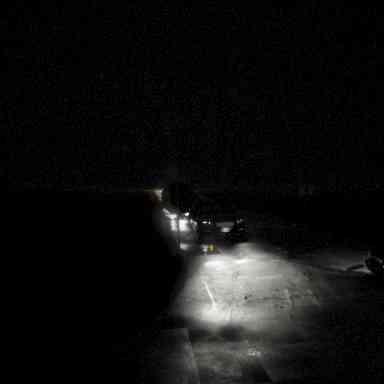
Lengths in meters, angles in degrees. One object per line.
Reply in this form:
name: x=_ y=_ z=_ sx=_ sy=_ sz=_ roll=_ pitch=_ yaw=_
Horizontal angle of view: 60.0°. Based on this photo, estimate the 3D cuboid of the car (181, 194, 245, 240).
car: x=0.935 y=1.069 z=14.869 sx=2.128 sy=1.511 sz=4.902 roll=-2 pitch=2 yaw=-7

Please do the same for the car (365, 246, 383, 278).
car: x=5.135 y=1.349 z=5.146 sx=2.033 sy=1.411 sz=5.357 roll=-2 pitch=2 yaw=-7

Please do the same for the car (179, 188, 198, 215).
car: x=-0.227 y=0.765 z=24.133 sx=1.837 sy=1.490 sz=4.892 roll=-2 pitch=2 yaw=-7
